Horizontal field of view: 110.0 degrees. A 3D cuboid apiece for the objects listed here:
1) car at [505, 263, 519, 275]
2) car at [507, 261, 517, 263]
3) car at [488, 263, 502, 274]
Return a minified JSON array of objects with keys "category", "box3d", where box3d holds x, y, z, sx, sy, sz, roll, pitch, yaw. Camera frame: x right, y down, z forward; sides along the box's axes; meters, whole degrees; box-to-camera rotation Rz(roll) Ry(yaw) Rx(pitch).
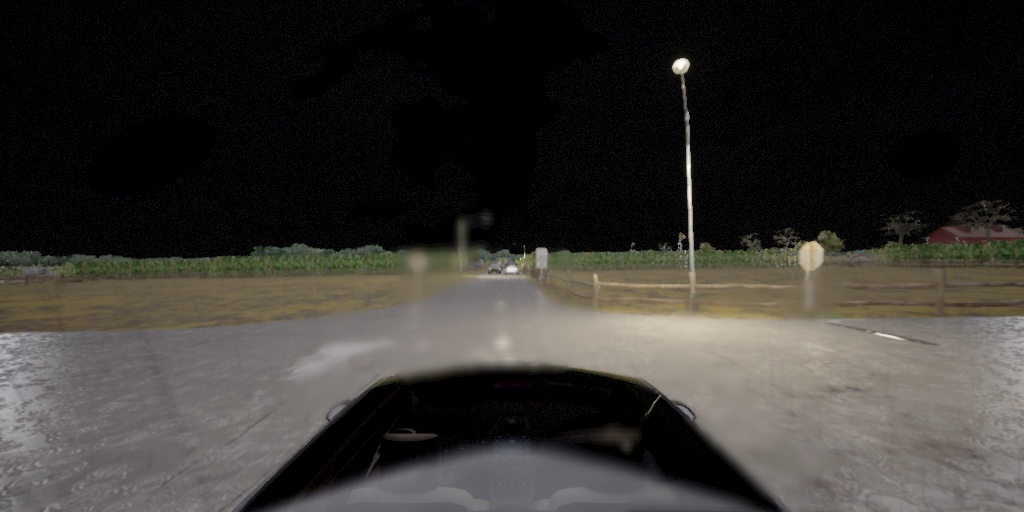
[{"category":"car","box3d":[0.001,2.087,53.560,1.812,1.442,4.674,0,-1,0]},{"category":"car","box3d":[0.001,1.975,63.600,2.150,2.045,5.566,0,-1,0]},{"category":"car","box3d":[-2.749,1.999,58.182,2.097,1.767,4.553,0,-1,0]}]
